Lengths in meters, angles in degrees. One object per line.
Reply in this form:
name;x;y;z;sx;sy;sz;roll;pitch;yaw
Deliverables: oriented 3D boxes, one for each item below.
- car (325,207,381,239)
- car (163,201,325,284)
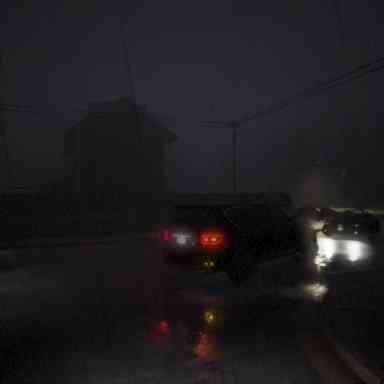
car;8.620;1.640;17.858;1.994;1.385;4.181;-1;0;42
car;1.664;1.280;10.072;5.566;2.045;2.150;0;-1;-44
